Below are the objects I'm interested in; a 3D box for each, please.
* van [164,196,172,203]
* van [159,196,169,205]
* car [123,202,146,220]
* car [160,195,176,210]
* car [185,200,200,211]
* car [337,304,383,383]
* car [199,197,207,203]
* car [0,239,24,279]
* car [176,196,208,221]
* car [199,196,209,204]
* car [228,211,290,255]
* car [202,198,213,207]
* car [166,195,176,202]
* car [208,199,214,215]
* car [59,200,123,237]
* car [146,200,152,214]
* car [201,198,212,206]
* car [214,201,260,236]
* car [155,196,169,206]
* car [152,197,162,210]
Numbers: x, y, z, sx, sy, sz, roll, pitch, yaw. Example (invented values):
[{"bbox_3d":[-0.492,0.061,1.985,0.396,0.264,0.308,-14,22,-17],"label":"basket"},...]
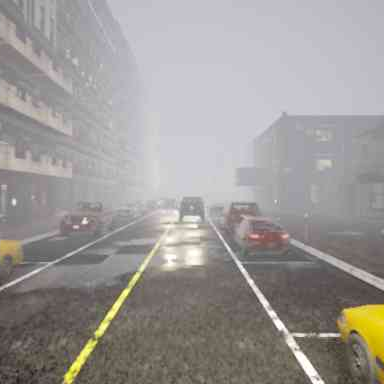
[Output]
[{"bbox_3d":[-5.706,1.795,79.768,1.690,1.788,3.998,0,0,0],"label":"van"},{"bbox_3d":[-5.703,1.722,68.691,1.690,1.788,3.998,0,0,0],"label":"van"},{"bbox_3d":[-5.694,1.702,29.914,2.008,1.369,4.403,0,0,0],"label":"car"},{"bbox_3d":[-3.010,1.620,47.029,2.097,1.767,4.553,0,0,0],"label":"car"},{"bbox_3d":[0.052,1.804,45.492,1.994,1.385,4.181,0,0,0],"label":"car"},{"bbox_3d":[2.693,1.538,2.391,1.752,1.417,4.829,0,0,0],"label":"car"},{"bbox_3d":[2.674,1.981,79.939,1.752,1.417,4.829,0,0,0],"label":"car"},{"bbox_3d":[-5.689,1.562,7.587,1.752,1.417,4.829,0,0,0],"label":"car"},{"bbox_3d":[0.001,1.371,29.257,2.150,2.045,5.566,0,0,0],"label":"car"},{"bbox_3d":[2.676,1.733,74.231,2.192,1.841,5.009,0,0,0],"label":"car"},{"bbox_3d":[2.690,1.647,13.299,1.802,1.307,4.206,0,0,0],"label":"car"},{"bbox_3d":[2.679,1.838,57.783,1.752,1.417,4.829,0,0,0],"label":"car"},{"bbox_3d":[-5.709,1.848,90.847,2.192,1.841,5.009,0,0,0],"label":"car"},{"bbox_3d":[2.685,1.733,35.456,2.008,1.369,4.403,0,0,0],"label":"car"},{"bbox_3d":[-5.690,1.407,18.837,2.192,1.841,5.009,0,0,0],"label":"car"},{"bbox_3d":[-5.695,1.706,35.283,1.752,1.417,4.829,0,0,0],"label":"car"},{"bbox_3d":[2.678,1.896,63.152,2.008,1.369,4.403,0,0,0],"label":"car"},{"bbox_3d":[2.690,1.408,18.840,2.192,1.841,5.009,0,0,0],"label":"car"},{"bbox_3d":[-5.702,1.660,63.151,2.192,1.841,5.009,0,0,0],"label":"car"},{"bbox_3d":[-5.698,1.790,46.532,1.887,1.381,4.507,0,0,0],"label":"car"}]
